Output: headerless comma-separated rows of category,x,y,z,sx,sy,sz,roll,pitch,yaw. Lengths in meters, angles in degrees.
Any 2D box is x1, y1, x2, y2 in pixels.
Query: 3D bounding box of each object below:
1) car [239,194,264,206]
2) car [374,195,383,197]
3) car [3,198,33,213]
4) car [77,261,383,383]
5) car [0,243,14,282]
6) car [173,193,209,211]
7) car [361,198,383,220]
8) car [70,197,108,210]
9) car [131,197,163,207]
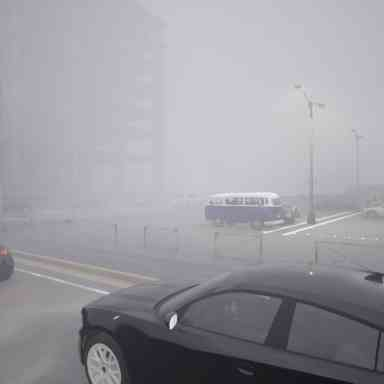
car,11.455,1.545,63.559,1.895,1.301,4.718,0,0,35
car,17.981,1.153,29.262,4.605,1.855,1.932,0,0,36
car,-18.723,1.422,33.525,1.882,1.535,5.008,0,0,35
car,0.900,1.478,3.353,5.008,1.535,1.882,0,0,36
car,-6.422,1.564,8.561,4.181,1.385,1.994,0,0,36
car,-0.408,1.166,46.855,2.150,2.045,5.566,0,0,35
car,14.757,1.395,24.709,3.806,1.475,1.970,0,0,36
car,-12.882,1.422,41.730,1.882,1.535,5.008,0,0,35
car,-6.719,1.492,50.388,2.033,1.411,5.357,0,0,36
